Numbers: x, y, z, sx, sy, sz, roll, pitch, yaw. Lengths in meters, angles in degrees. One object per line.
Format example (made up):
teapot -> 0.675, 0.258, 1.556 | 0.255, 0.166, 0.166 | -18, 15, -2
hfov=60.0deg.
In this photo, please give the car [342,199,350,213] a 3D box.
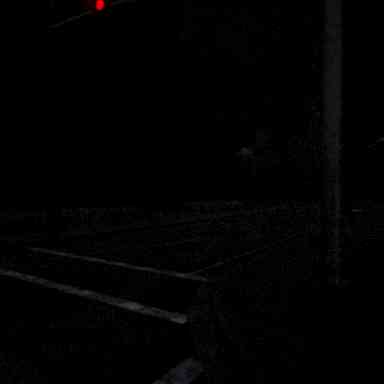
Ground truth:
car -> 16.556, 1.524, 36.994 | 2.033, 1.411, 5.357 | 0, 0, 32
